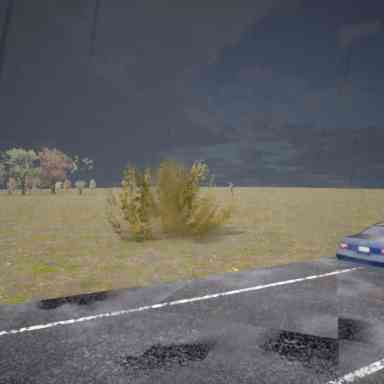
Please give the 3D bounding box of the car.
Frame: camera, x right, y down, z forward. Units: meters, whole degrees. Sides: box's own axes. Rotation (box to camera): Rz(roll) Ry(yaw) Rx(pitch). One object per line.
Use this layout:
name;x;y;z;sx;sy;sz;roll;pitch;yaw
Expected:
car;6.685;1.549;10.041;5.357;1.411;2.033;0;0;-31
